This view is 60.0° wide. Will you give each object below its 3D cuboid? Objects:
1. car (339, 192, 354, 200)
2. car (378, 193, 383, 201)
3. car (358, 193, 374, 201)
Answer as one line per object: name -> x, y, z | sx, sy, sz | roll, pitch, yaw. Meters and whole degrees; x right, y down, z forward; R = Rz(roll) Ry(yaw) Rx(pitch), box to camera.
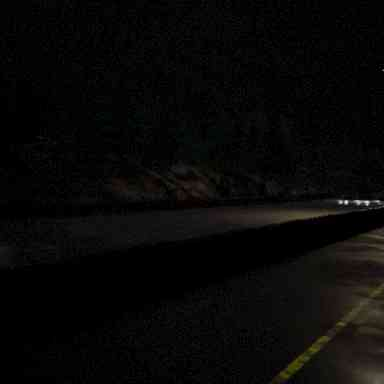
car -> 30.980, 0.802, 66.520 | 2.128, 1.511, 4.902 | 1, 2, 42
car -> 36.208, 0.915, 61.866 | 2.033, 1.411, 5.357 | 1, 2, 42
car -> 33.574, 0.922, 64.172 | 1.895, 1.301, 4.718 | 1, 2, 42
